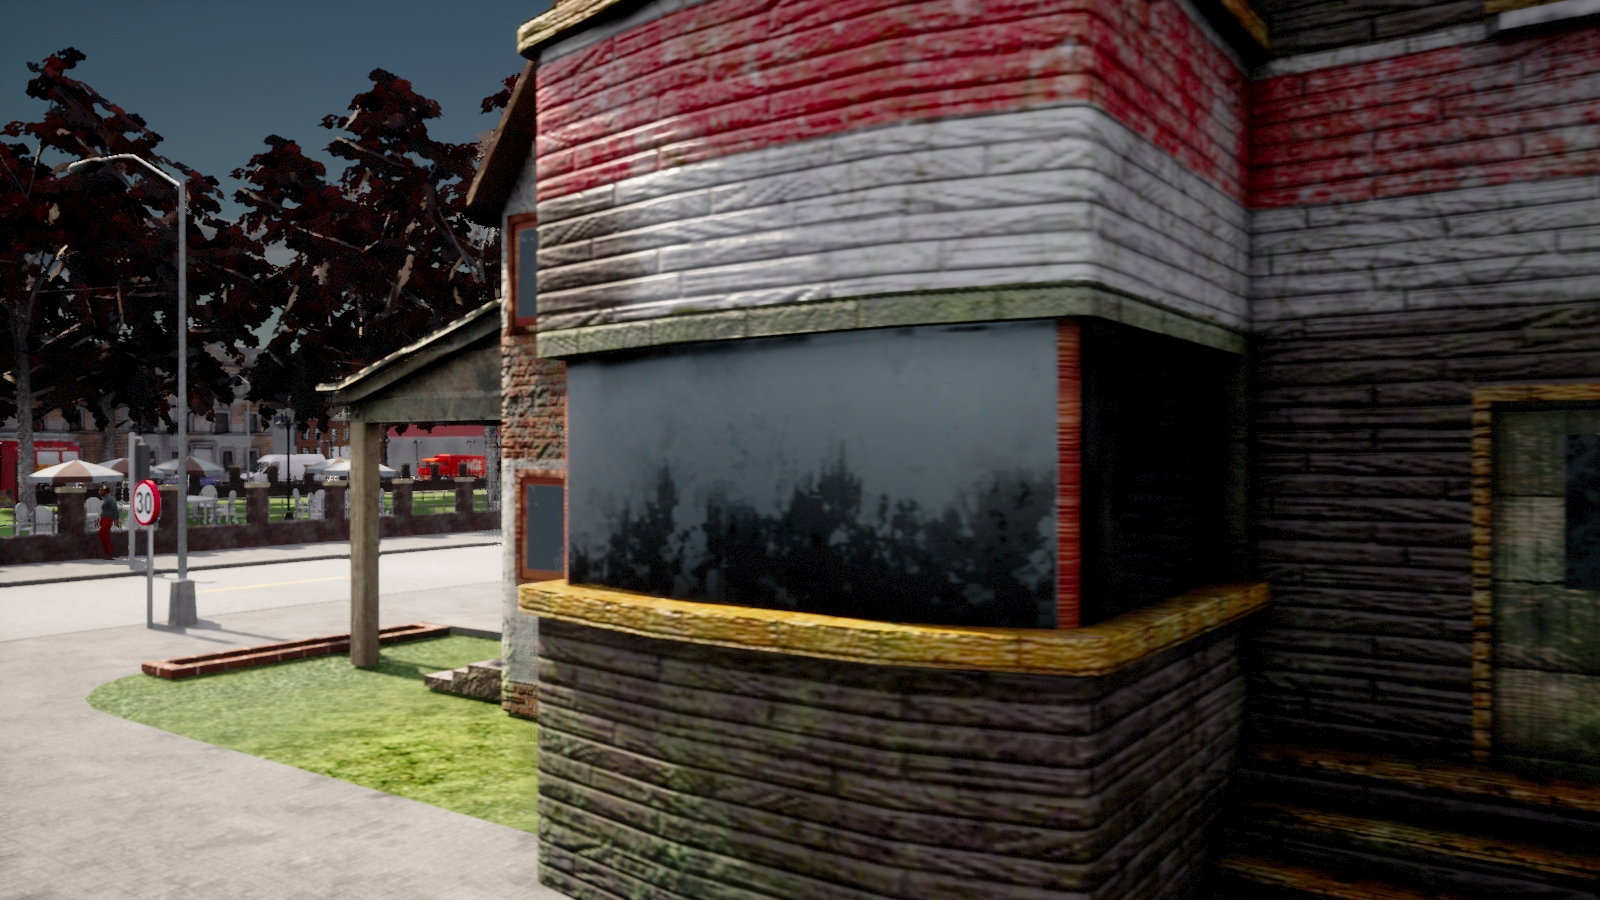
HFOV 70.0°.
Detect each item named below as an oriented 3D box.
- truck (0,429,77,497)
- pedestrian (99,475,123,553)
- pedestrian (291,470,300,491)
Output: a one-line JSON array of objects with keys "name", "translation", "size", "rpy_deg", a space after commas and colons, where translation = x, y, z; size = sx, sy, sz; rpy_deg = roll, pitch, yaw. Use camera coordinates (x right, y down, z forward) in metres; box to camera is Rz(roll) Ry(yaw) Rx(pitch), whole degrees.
[{"name": "truck", "translation": [-45.836, 0.723, 64.044], "size": [2.891, 3.827, 8.468], "rpy_deg": [0, 0, 35]}, {"name": "pedestrian", "translation": [-16.707, 1.538, 27.696], "size": [0.375, 1.860, 0.375], "rpy_deg": [0, 0, 36]}, {"name": "pedestrian", "translation": [-30.835, 1.852, 69.809], "size": [0.375, 1.300, 0.375], "rpy_deg": [0, 0, 35]}]
